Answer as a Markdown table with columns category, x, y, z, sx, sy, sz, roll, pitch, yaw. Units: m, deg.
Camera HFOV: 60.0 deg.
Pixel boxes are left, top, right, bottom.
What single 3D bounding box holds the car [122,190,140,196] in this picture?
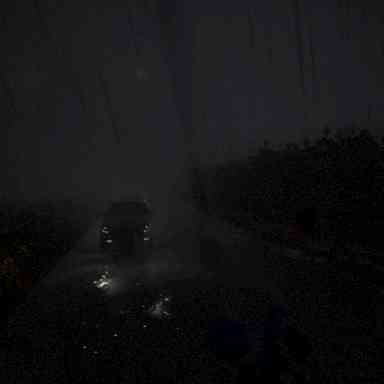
| category | x | y | z | sx | sy | sz | roll | pitch | yaw |
| --- | --- | --- | --- | --- | --- | --- | --- | --- | --- |
| car | -4.375 | 0.874 | 23.679 | 1.812 | 1.442 | 4.674 | -1 | 2 | -10 |

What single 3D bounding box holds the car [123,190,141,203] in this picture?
| category | x | y | z | sx | sy | sz | roll | pitch | yaw |
| --- | --- | --- | --- | --- | --- | --- | --- | --- | --- |
| car | -7.013 | 0.470 | 39.096 | 1.895 | 1.301 | 4.718 | -1 | 2 | -10 |

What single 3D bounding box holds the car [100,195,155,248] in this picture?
| category | x | y | z | sx | sy | sz | roll | pitch | yaw |
| --- | --- | --- | --- | --- | --- | --- | --- | --- | --- |
| car | -2.548 | 1.135 | 13.327 | 1.882 | 1.535 | 5.008 | -1 | 2 | -10 |
